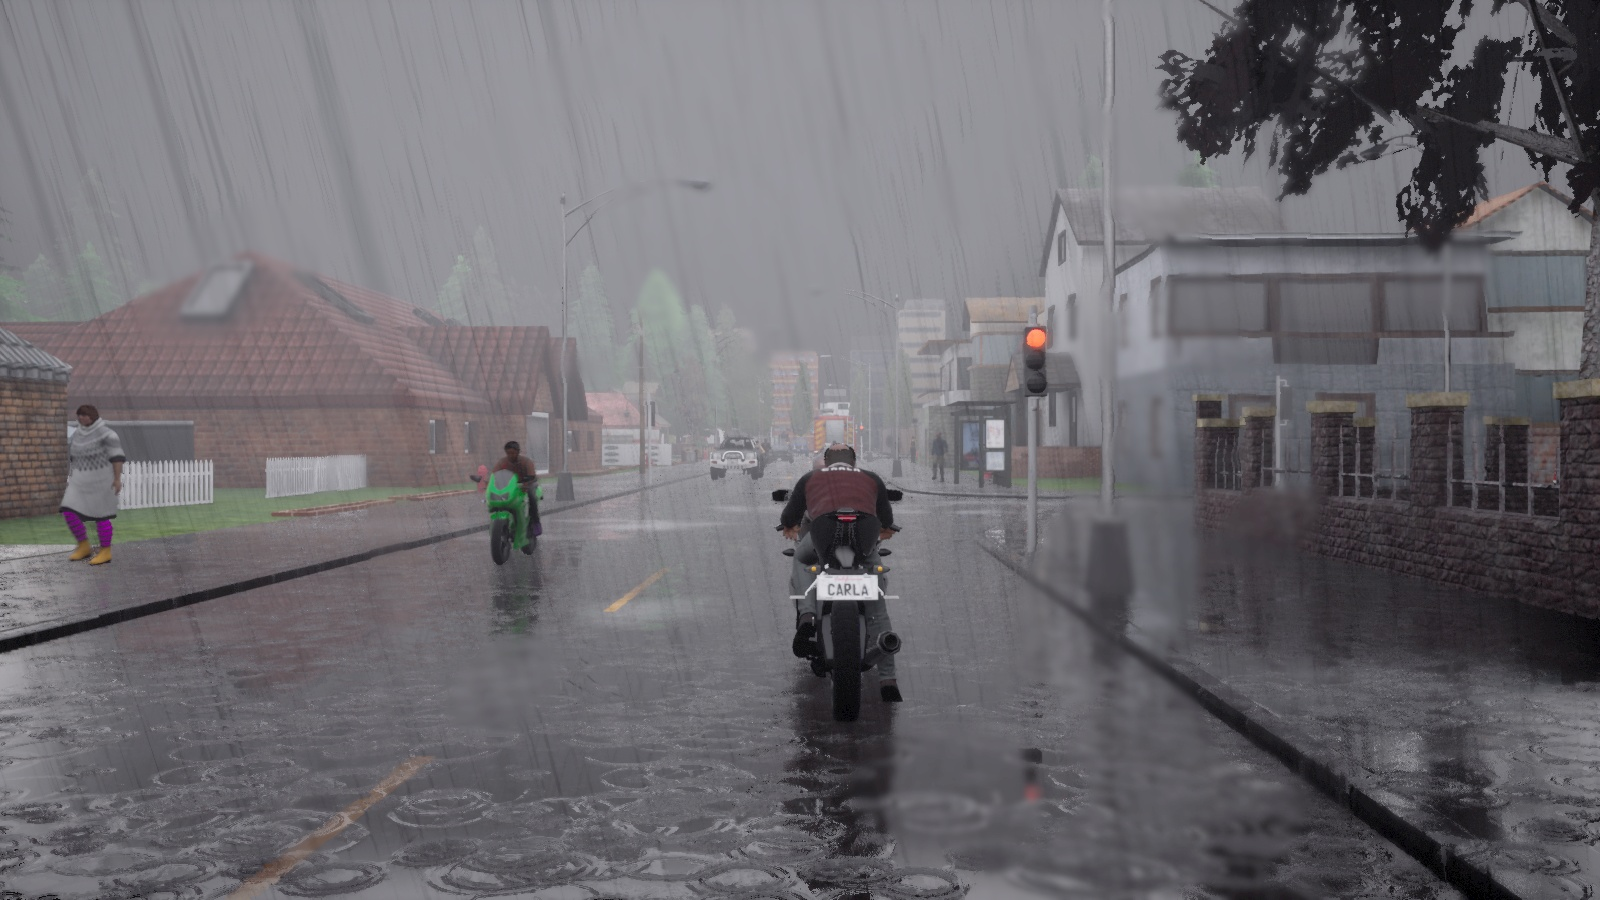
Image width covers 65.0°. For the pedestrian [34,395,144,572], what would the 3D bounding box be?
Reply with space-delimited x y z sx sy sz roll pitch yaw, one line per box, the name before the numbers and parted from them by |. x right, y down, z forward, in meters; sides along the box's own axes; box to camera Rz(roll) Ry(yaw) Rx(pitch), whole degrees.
pedestrian | -8.109 0.369 14.341 0.659 1.952 0.873 0 0 17

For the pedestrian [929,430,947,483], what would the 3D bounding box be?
pedestrian | 4.839 0.212 44.027 0.402 1.842 0.726 0 0 24

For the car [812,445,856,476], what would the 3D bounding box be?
car | 1.620 0.478 59.167 1.994 1.385 4.181 0 0 2

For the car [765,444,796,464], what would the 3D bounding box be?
car | -1.426 0.264 93.675 2.033 1.411 5.357 0 0 2

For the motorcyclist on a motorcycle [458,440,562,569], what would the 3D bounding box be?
motorcyclist on a motorcycle | -3.612 0.636 15.820 0.797 1.523 2.044 0 0 1

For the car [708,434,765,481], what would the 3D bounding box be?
car | -2.569 0.268 52.005 1.932 1.855 4.605 0 0 2

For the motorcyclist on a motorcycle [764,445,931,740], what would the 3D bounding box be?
motorcyclist on a motorcycle | 0.244 0.739 7.623 0.866 1.530 2.191 0 0 0

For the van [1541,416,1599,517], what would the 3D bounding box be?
van | 18.371 0.336 26.301 4.480 2.038 2.069 0 0 -1

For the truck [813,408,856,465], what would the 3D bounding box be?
truck | 2.443 -0.918 88.847 2.891 3.827 8.468 0 0 1
